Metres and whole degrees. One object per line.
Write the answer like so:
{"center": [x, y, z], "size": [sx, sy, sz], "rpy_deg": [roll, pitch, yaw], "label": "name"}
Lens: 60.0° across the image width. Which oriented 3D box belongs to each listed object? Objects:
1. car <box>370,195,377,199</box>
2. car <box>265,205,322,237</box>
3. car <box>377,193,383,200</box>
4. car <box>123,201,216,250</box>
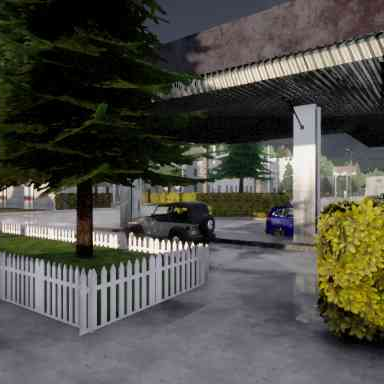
{"center": [33.116, 1.298, 60.206], "size": [2.007, 1.523, 4.514], "rpy_deg": [0, 0, 35], "label": "car"}
{"center": [5.896, 1.480, 15.932], "size": [4.611, 1.667, 2.242], "rpy_deg": [0, 0, 35], "label": "car"}
{"center": [25.852, 1.077, 43.466], "size": [1.905, 1.878, 3.866], "rpy_deg": [0, 0, 35], "label": "car"}
{"center": [-0.905, 1.313, 13.783], "size": [3.866, 1.878, 1.905], "rpy_deg": [0, 0, 35], "label": "car"}
